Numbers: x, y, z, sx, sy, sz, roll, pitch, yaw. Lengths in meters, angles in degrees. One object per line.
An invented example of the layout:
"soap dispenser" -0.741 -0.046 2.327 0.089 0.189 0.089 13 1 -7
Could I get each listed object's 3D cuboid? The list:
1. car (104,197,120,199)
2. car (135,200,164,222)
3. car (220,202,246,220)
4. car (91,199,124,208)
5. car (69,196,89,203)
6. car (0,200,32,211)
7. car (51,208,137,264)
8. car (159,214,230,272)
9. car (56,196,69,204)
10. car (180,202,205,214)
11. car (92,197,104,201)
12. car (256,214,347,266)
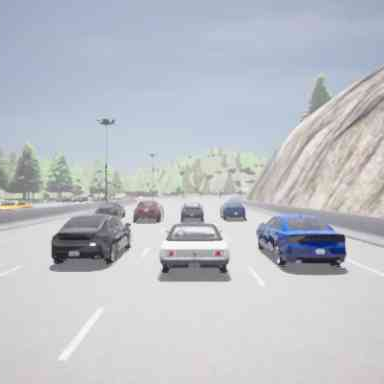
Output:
"car" -17.187 1.755 73.902 2.033 1.411 5.357 0 0 3
"car" -3.473 1.454 27.418 2.097 1.767 4.553 0 0 0
"car" 3.526 1.577 29.261 1.882 1.535 5.008 0 0 0
"car" -6.984 1.637 28.706 1.812 1.442 4.674 0 0 0
"car" -24.280 1.669 72.597 2.033 1.411 5.357 0 0 3
"car" -17.673 1.618 32.791 1.882 1.535 5.008 0 0 0
"car" -3.434 1.553 12.093 1.837 1.490 4.892 0 0 0
"car" 0.068 1.640 10.894 1.895 1.301 4.718 0 0 0
"car" -27.795 1.687 72.439 2.128 1.511 4.902 0 0 3
"car" 0.028 1.590 27.702 2.128 1.511 4.902 0 0 0
"car" -20.677 1.757 74.174 2.033 1.411 5.357 0 0 3
"car" 3.561 1.515 11.699 1.882 1.535 5.008 0 0 0
